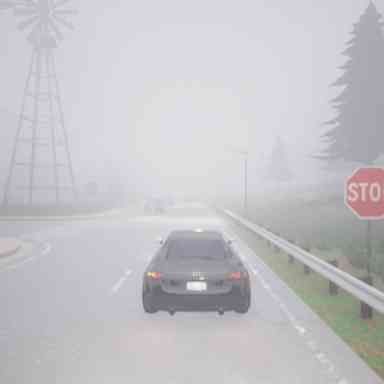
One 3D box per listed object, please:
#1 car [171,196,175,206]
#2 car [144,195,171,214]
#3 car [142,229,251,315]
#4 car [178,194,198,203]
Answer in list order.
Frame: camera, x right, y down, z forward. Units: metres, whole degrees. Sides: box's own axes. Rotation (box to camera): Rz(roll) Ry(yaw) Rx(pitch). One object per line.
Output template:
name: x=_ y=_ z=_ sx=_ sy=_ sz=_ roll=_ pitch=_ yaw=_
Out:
car: x=-3.507 y=1.252 z=48.309 sx=1.837 sy=1.490 sz=4.892 roll=0 pitch=0 yaw=0
car: x=-3.589 y=1.316 z=32.995 sx=2.128 sy=1.511 sz=4.902 roll=0 pitch=0 yaw=0
car: x=0.081 y=1.523 z=7.554 sx=1.994 sy=1.385 sz=4.181 roll=0 pitch=0 yaw=0
car: x=-0.768 y=1.172 z=60.215 sx=2.128 sy=1.511 sz=4.902 roll=0 pitch=0 yaw=-29
